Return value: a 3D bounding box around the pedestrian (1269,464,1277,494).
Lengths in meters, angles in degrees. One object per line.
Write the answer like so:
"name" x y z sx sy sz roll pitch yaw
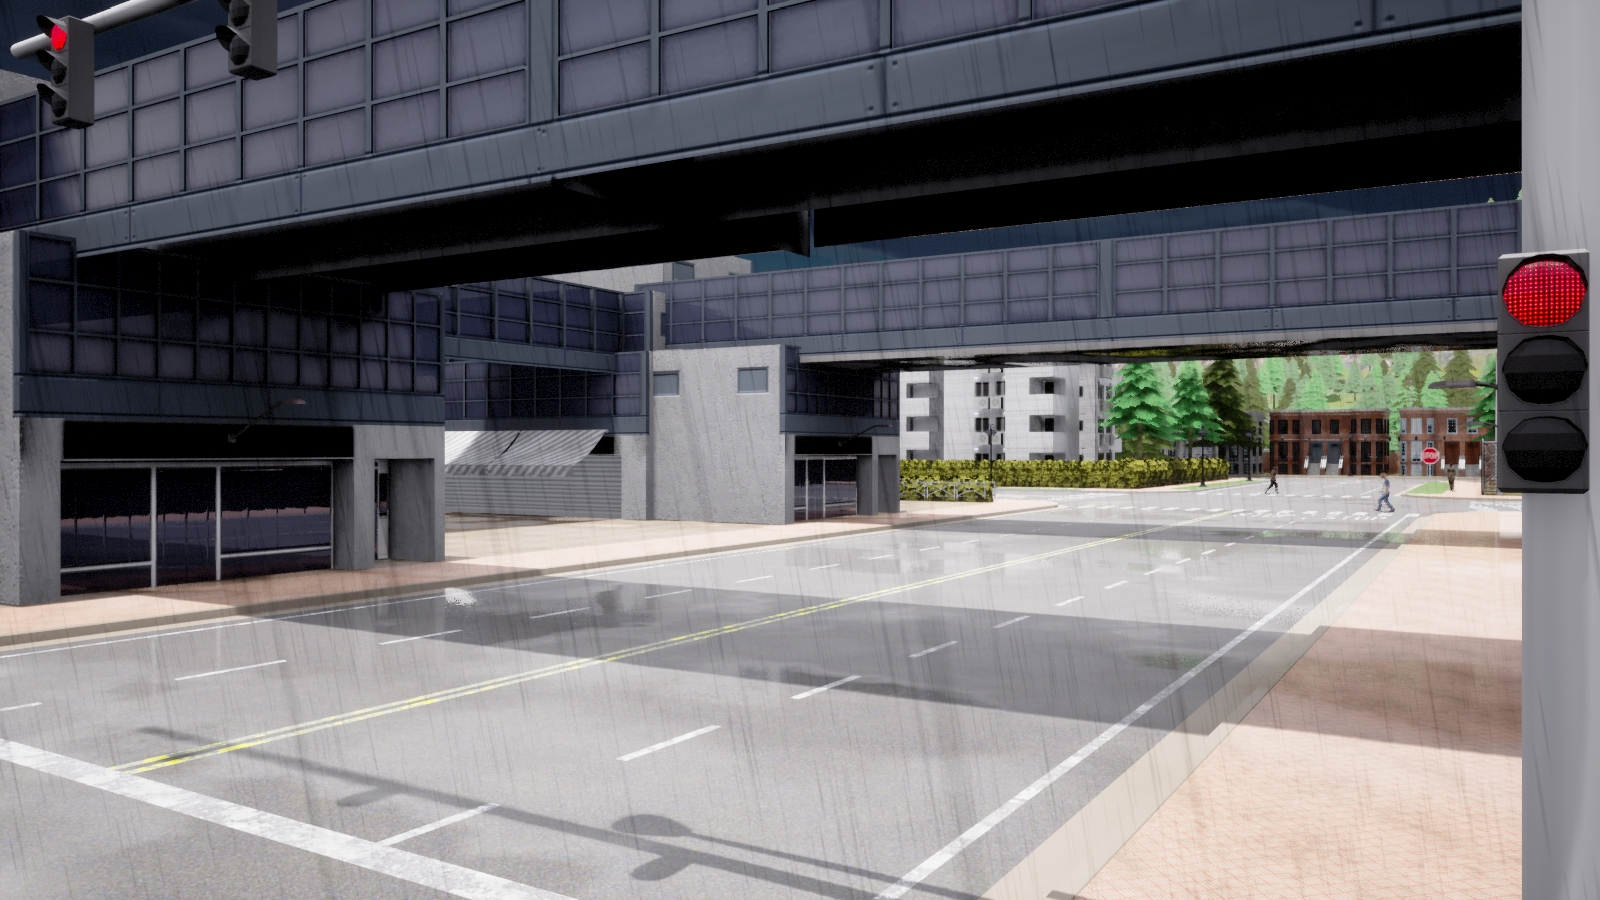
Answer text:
"pedestrian" 29.645 1.837 71.625 0.375 1.860 0.375 0 0 31

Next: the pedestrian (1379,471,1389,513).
"pedestrian" 25.937 1.848 50.711 0.375 1.860 0.375 0 0 31
